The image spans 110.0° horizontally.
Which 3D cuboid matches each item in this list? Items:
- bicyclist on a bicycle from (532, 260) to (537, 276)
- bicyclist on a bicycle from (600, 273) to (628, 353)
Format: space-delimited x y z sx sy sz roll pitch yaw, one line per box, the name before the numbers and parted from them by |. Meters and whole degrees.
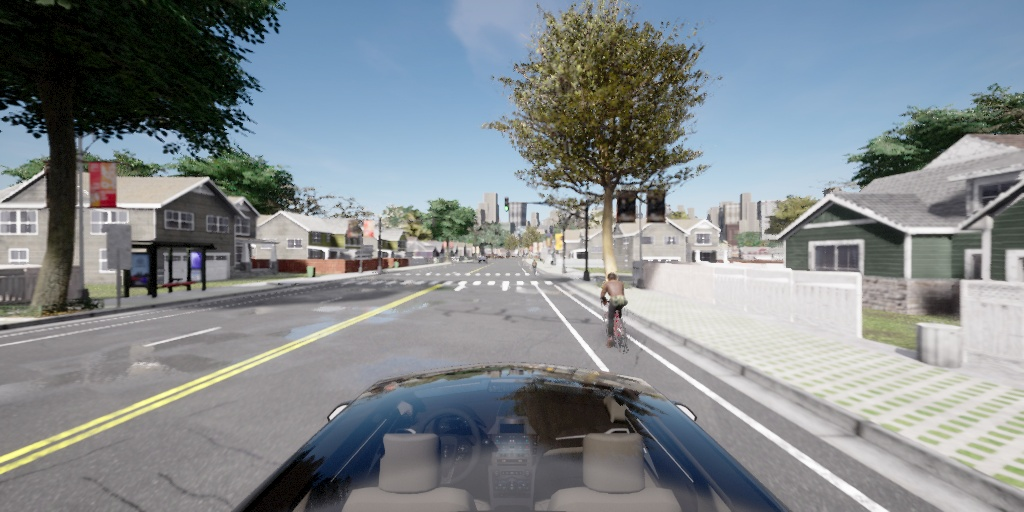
bicyclist on a bicycle | 2.257 1.190 35.919 0.582 1.620 1.656 0 0 0
bicyclist on a bicycle | 2.251 1.202 7.926 0.582 1.620 1.656 0 0 0
